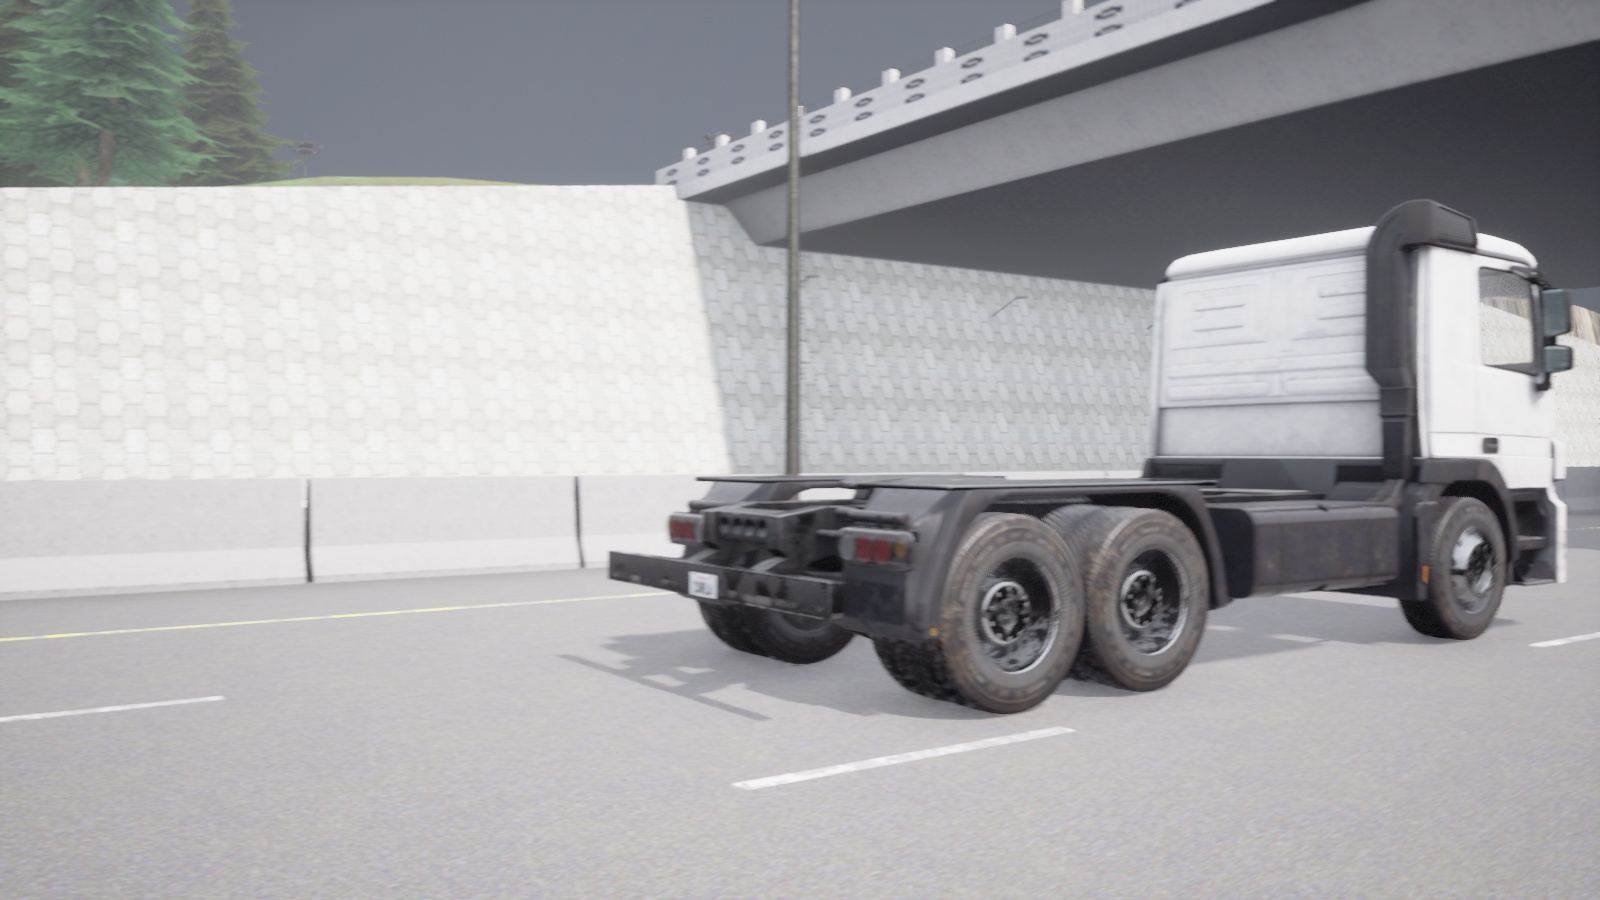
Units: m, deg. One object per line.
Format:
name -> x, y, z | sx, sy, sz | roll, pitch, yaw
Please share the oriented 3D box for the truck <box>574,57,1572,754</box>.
truck -> 2.534, -0.218, 9.691 | 7.936, 3.462, 2.891 | 0, 0, -35
